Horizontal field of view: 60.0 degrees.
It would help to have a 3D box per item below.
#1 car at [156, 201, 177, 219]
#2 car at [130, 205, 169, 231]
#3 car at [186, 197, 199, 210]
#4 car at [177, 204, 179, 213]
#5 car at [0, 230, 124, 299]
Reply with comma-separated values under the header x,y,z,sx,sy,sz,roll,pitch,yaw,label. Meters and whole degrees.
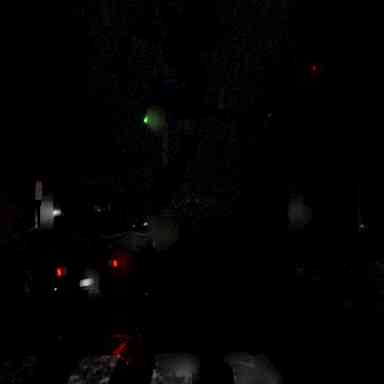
x,y,z,sx,sy,sz,roll,pitch,yaw,label
-2.781,1.823,32.526,1.837,1.490,4.892,0,-1,0,car
-2.815,1.776,22.168,1.994,1.385,4.181,0,-1,0,car
0.103,2.041,52.595,1.837,1.490,4.892,0,-1,0,car
-2.728,1.908,42.968,1.882,1.535,5.008,0,-1,-1,car
-3.858,1.648,8.681,4.718,1.301,1.895,0,-1,44,car
